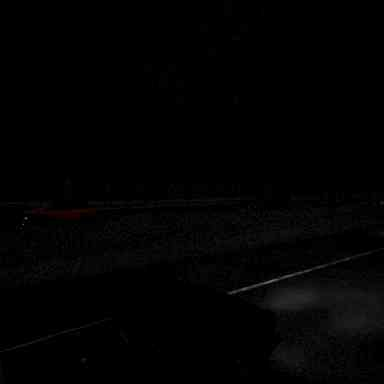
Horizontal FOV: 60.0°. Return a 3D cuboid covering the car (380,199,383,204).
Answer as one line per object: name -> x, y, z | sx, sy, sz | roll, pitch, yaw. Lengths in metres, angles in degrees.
car -> 23.356, 1.174, 38.211 | 4.553, 1.767, 2.097 | -1, 0, -40

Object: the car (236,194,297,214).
car -> 6.125, 1.162, 28.105 | 5.566, 2.045, 2.150 | 0, 0, -40

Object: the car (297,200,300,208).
car -> 11.929, 1.394, 42.273 | 4.674, 1.442, 1.812 | -1, 0, -40

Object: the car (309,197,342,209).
car -> 16.845, 1.390, 41.861 | 5.357, 1.411, 2.033 | -1, 0, -40

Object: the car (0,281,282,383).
car -> -1.204, 1.602, 3.175 | 4.718, 1.301, 1.895 | 0, 0, -40

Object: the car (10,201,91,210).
car -> -8.269, 1.348, 20.416 | 4.553, 1.767, 2.097 | 0, 0, -40

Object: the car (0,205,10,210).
car -> -11.992, 1.549, 21.829 | 5.357, 1.411, 2.033 | 0, 0, -41

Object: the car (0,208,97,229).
car -> -6.548, 1.548, 12.680 | 5.357, 1.411, 2.033 | 0, 0, -40
